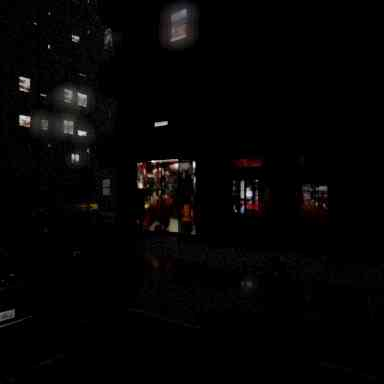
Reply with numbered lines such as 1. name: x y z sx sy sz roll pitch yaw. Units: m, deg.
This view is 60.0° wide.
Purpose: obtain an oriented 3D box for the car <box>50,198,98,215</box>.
1. car: -10.904 1.250 30.513 1.752 1.417 4.829 1 1 35

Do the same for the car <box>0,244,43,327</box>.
1. car: -4.463 1.551 6.069 4.403 1.369 2.008 0 0 36

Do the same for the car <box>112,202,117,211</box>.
1. car: -5.772 1.155 33.343 1.837 1.490 4.892 0 1 35

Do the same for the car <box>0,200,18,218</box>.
1. car: -14.558 1.413 21.345 2.033 1.411 5.357 0 1 40

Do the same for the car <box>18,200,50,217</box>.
1. car: -13.999 1.350 26.092 2.008 1.369 4.403 1 1 35
